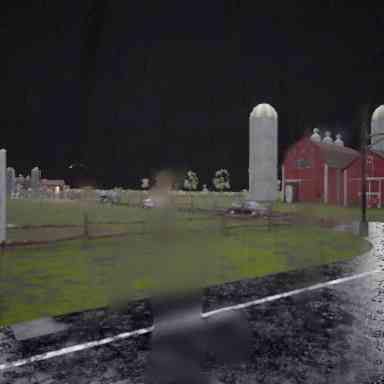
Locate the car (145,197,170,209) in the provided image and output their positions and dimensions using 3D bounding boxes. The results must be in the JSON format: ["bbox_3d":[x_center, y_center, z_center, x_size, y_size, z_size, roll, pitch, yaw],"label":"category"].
[{"bbox_3d":[-4.797,1.448,45.561,1.812,1.442,4.674,0,0,-36],"label":"car"}]

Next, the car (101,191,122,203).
[{"bbox_3d":[-14.516,0.789,59.190,2.150,2.045,5.566,0,0,-36],"label":"car"}]

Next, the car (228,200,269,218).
[{"bbox_3d":[5.476,1.594,31.289,1.837,1.490,4.892,0,1,-35],"label":"car"}]
